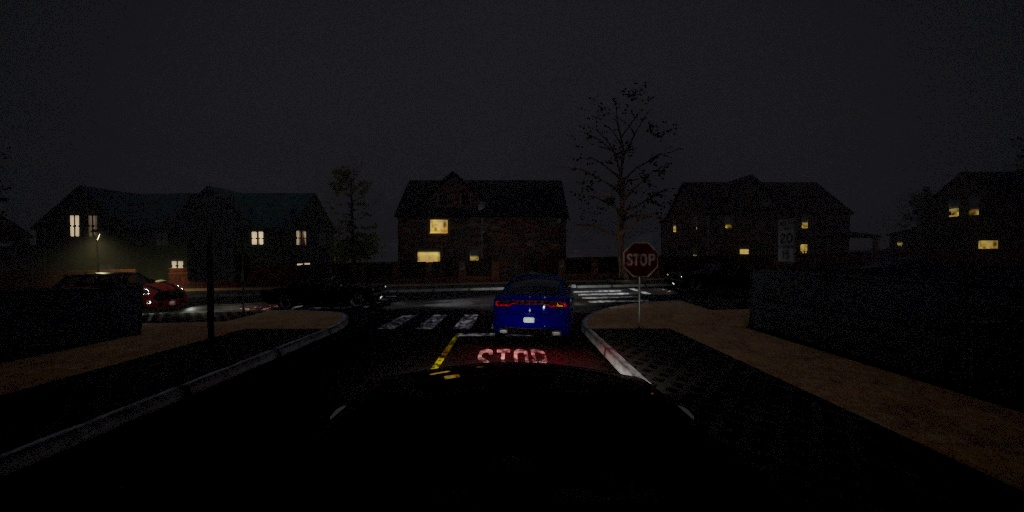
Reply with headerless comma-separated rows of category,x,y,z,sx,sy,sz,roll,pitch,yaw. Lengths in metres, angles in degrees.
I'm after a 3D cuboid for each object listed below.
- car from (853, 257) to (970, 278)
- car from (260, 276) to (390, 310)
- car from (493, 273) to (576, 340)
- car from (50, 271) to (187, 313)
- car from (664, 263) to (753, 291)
car,20.048,0.753,18.334,5.357,1.411,2.033,-1,1,0
car,-7.818,1.506,15.358,4.718,1.301,1.895,-1,1,0
car,0.782,1.226,10.154,1.882,1.535,5.008,0,0,10
car,-16.806,1.471,15.346,4.553,1.767,2.097,-1,1,0
car,10.402,1.034,18.294,4.718,1.301,1.895,-1,1,-1
